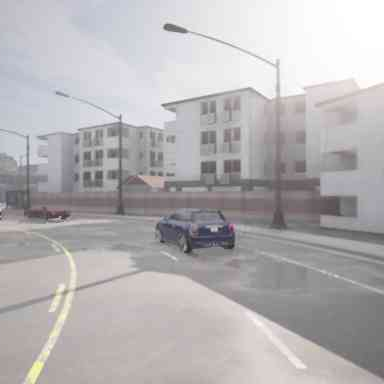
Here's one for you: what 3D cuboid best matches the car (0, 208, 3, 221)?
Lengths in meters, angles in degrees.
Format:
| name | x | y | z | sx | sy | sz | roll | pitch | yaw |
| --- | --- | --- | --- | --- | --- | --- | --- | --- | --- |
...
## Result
| name | x | y | z | sx | sy | sz | roll | pitch | yaw |
| --- | --- | --- | --- | --- | --- | --- | --- | --- | --- |
| car | -18.395 | 1.760 | 29.260 | 4.892 | 1.490 | 1.837 | 0 | -1 | 37 |

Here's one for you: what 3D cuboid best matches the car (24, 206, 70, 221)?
| name | x | y | z | sx | sy | sz | roll | pitch | yaw |
| --- | --- | --- | --- | --- | --- | --- | --- | --- | --- |
| car | -12.924 | 1.850 | 29.501 | 4.718 | 1.301 | 1.895 | 0 | -1 | 38 |

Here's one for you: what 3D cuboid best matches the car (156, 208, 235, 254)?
| name | x | y | z | sx | sy | sz | roll | pitch | yaw |
| --- | --- | --- | --- | --- | --- | --- | --- | --- | --- |
| car | -0.028 | 1.467 | 14.446 | 2.097 | 1.767 | 4.553 | 0 | 0 | -24 |
